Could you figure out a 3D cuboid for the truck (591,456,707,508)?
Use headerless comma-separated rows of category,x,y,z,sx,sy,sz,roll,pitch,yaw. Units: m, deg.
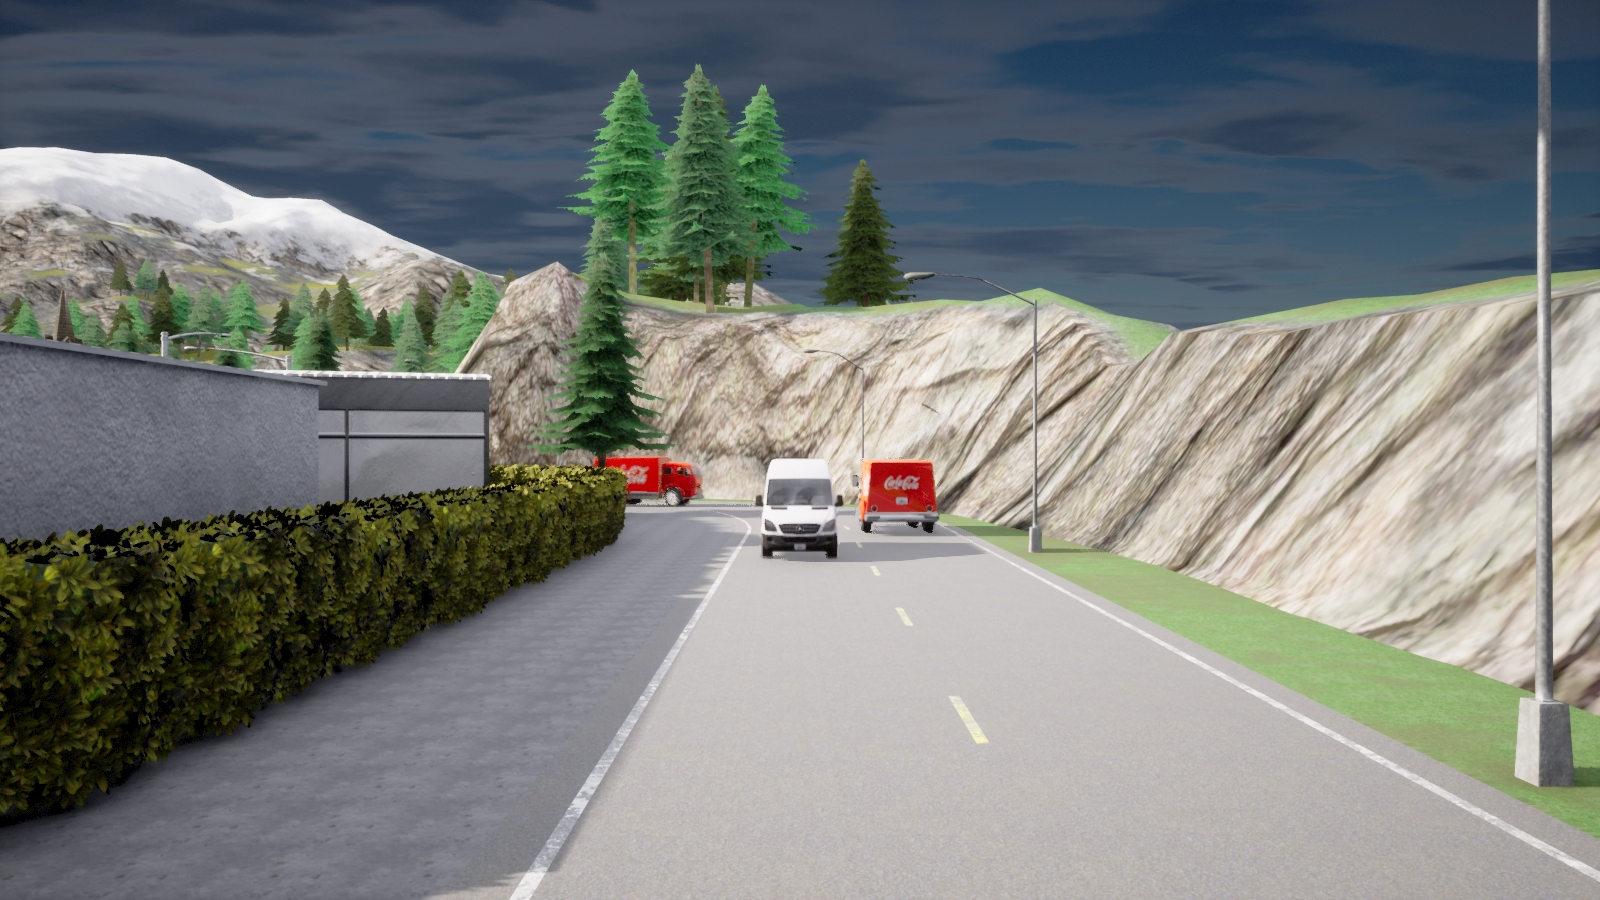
truck,-7.484,1.566,56.988,5.204,2.467,2.627,0,-1,10

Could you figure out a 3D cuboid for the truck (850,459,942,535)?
truck,3.276,1.566,40.302,2.627,2.467,5.204,0,0,-2

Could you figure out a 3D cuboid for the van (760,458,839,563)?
van,-0.038,1.532,31.385,1.988,2.561,5.915,0,0,-1
